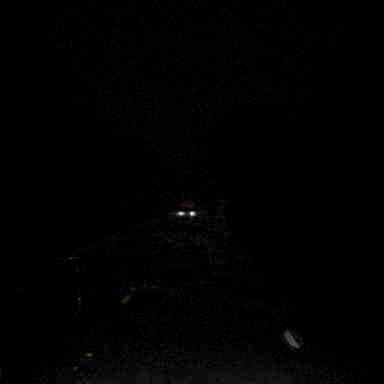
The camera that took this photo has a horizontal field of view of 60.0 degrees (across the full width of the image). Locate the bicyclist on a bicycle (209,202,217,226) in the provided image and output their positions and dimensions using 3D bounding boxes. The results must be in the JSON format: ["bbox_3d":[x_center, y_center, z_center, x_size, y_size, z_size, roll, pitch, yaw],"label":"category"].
[{"bbox_3d":[1.456,1.703,23.163,0.582,1.620,1.656,0,-1,3],"label":"bicyclist on a bicycle"}]

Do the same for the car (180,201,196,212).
[{"bbox_3d":[-0.593,2.026,48.073,1.882,1.535,5.008,0,-1,6],"label":"car"}]

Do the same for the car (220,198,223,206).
[{"bbox_3d":[5.801,2.393,74.696,1.882,1.535,5.008,0,-1,8],"label":"car"}]

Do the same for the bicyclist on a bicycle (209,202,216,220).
[{"bbox_3d":[1.980,1.803,32.105,0.582,1.620,1.656,0,-1,4],"label":"bicyclist on a bicycle"}]

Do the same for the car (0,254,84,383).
[{"bbox_3d":[-3.031,1.612,4.592,1.994,1.385,4.181,0,-1,1],"label":"car"}]

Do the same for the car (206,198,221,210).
[{"bbox_3d":[3.368,2.207,55.988,2.033,1.411,5.357,0,-1,7],"label":"car"}]
